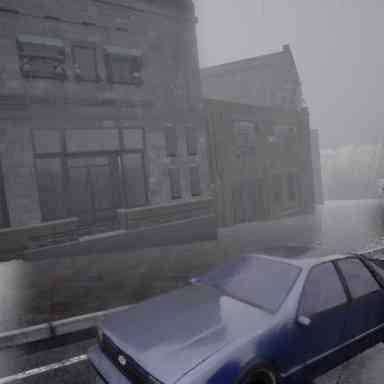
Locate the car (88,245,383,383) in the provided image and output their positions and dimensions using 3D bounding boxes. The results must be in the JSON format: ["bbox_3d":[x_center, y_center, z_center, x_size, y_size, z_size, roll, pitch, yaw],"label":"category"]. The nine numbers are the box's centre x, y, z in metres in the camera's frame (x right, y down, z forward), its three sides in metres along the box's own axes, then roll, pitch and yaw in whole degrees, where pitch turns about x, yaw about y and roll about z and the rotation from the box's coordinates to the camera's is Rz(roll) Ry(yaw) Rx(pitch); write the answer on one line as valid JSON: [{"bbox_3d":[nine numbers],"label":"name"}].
[{"bbox_3d":[1.409,1.540,4.749,5.357,1.411,2.033,0,0,-36],"label":"car"}]
